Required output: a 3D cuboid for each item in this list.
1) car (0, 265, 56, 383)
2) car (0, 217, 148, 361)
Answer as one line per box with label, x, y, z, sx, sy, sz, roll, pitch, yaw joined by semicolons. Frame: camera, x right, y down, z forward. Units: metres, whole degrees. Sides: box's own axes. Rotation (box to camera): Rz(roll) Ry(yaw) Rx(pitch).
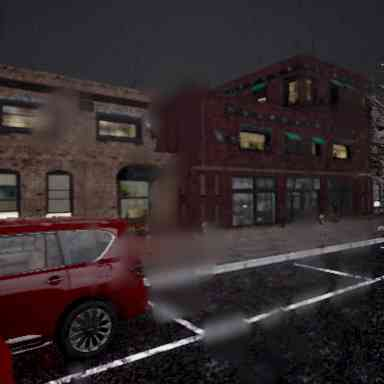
car;-3.291;1.487;1.017;5.008;1.535;1.882;0;0;-35
car;-2.997;1.334;4.412;5.009;1.841;2.192;0;-1;-36
